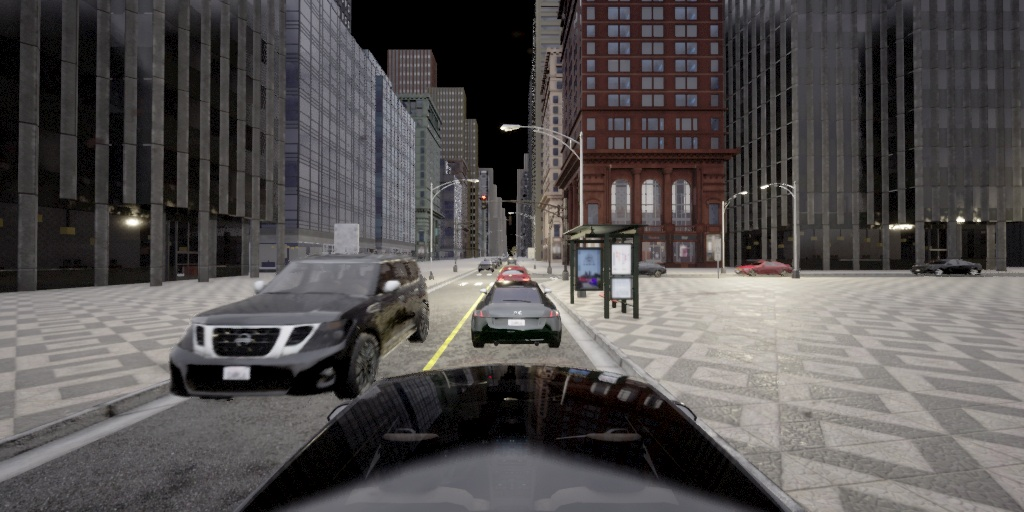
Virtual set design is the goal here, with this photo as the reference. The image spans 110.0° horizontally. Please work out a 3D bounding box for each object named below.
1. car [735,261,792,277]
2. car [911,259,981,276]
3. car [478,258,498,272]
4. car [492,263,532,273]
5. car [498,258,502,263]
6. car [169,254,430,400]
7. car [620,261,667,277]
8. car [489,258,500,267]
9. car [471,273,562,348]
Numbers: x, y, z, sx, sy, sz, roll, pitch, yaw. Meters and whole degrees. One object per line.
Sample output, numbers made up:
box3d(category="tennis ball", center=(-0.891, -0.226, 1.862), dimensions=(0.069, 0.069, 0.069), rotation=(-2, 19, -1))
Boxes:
box3d(category="car", center=(23.244, 1.186, 33.219), dimensions=(4.674, 1.442, 1.812), rotation=(0, -1, 0))
box3d(category="car", center=(40.083, 1.073, 33.172), dimensions=(5.008, 1.535, 1.882), rotation=(0, -1, 0))
box3d(category="car", center=(-3.100, 1.243, 44.190), dimensions=(2.033, 1.411, 5.357), rotation=(0, 0, 0))
box3d(category="car", center=(0.114, 1.269, 19.092), dimensions=(1.812, 1.442, 4.674), rotation=(0, 0, 1))
box3d(category="car", center=(-3.104, 1.163, 54.118), dimensions=(2.128, 1.511, 4.902), rotation=(0, 0, 0))
box3d(category="car", center=(-3.107, 0.973, 6.801), dimensions=(2.150, 2.045, 5.566), rotation=(0, 0, 0))
box3d(category="car", center=(11.864, 1.225, 33.223), dimensions=(4.674, 1.442, 1.812), rotation=(0, -1, -2))
box3d(category="car", center=(-3.075, 1.146, 64.241), dimensions=(1.837, 1.490, 4.892), rotation=(0, 0, 0))
box3d(category="car", center=(0.097, 1.314, 9.257), dimensions=(1.994, 1.385, 4.181), rotation=(0, 0, 0))
